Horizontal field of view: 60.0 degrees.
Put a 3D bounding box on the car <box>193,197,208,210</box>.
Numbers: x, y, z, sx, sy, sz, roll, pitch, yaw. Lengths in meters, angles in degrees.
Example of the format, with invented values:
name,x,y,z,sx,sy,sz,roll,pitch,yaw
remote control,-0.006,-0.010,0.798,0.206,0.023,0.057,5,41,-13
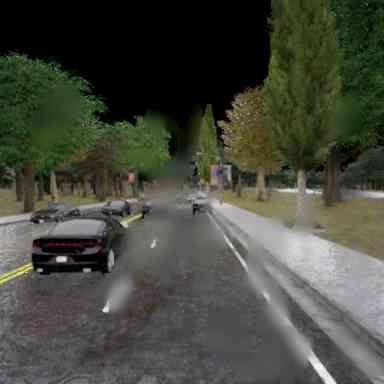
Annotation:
name,x,y,z,sx,sy,sz,roll,pitch,yaw
car,0.987,1.387,42.754,1.837,1.490,4.892,0,0,0

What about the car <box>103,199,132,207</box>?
name,x,y,z,sx,sy,sz,roll,pitch,yaw
car,-6.587,1.420,29.430,1.882,1.535,5.008,0,0,0

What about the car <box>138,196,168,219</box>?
name,x,y,z,sx,sy,sz,roll,pitch,yaw
car,-3.142,1.423,28.886,1.882,1.535,5.008,0,0,0

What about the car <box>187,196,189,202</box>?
name,x,y,z,sx,sy,sz,roll,pitch,yaw
car,0.019,1.350,66.605,1.895,1.301,4.718,0,0,0

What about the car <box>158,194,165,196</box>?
name,x,y,z,sx,sy,sz,roll,pitch,yaw
car,-6.481,1.194,70.058,2.128,1.511,4.902,0,0,0

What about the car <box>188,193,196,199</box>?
name,x,y,z,sx,sy,sz,roll,pitch,yaw
car,0.024,1.017,84.177,2.128,1.511,4.902,0,1,0

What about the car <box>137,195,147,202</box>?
name,x,y,z,sx,sy,sz,roll,pitch,yaw
car,-9.733,1.283,66.913,1.994,1.385,4.181,0,1,0

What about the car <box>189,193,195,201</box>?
name,x,y,z,sx,sy,sz,roll,pitch,yaw
car,0.988,1.201,48.723,2.097,1.767,4.553,0,0,0

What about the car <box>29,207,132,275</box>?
name,x,y,z,sx,sy,sz,roll,pitch,yaw
car,-3.147,1.467,10.503,1.882,1.535,5.008,0,0,0

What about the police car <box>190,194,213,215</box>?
name,x,y,z,sx,sy,sz,roll,pitch,yaw
police car,0.984,1.354,32.863,1.930,1.638,5.238,0,0,0

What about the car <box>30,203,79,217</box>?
name,x,y,z,sx,sy,sz,roll,pitch,yaw
car,-9.843,1.508,24.425,2.033,1.411,5.357,0,0,0
